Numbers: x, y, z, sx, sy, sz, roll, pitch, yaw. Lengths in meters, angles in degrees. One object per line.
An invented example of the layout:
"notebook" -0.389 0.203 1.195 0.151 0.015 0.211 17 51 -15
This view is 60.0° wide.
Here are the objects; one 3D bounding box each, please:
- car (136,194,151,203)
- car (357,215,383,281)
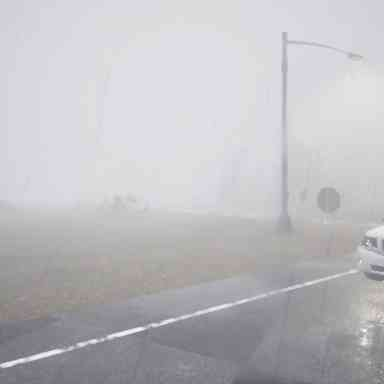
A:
"car" -9.010 1.119 59.097 2.097 1.767 4.553 0 0 -33
"car" 6.562 1.176 8.565 5.566 2.045 2.150 0 0 -35
